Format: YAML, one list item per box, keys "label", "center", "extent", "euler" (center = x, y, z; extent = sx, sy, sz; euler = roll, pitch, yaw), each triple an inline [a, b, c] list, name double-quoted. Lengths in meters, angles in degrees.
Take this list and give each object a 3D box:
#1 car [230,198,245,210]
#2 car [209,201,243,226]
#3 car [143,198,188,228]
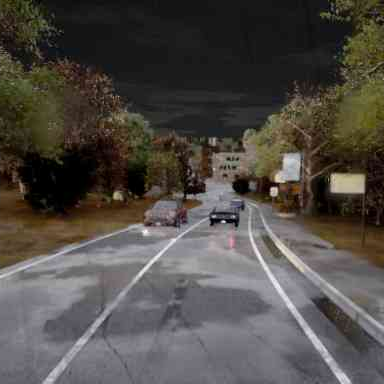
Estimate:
- label: "car"
  center: [5.754, 1.497, 42.447]
  extent: [1.812, 1.442, 4.674]
  euler: [1, 0, 9]
- label: "car"
  center: [2.359, 1.586, 23.178]
  extent: [1.895, 1.301, 4.718]
  euler: [1, 0, 9]
- label: "car"
  center: [-1.605, 1.277, 21.621]
  extent: [2.097, 1.767, 4.553]
  euler: [1, 0, 10]
